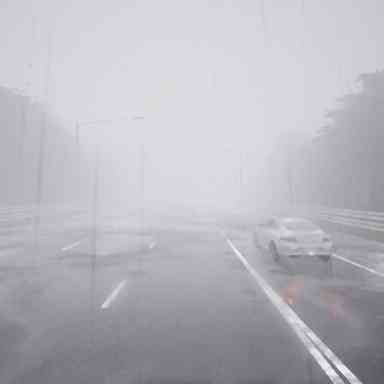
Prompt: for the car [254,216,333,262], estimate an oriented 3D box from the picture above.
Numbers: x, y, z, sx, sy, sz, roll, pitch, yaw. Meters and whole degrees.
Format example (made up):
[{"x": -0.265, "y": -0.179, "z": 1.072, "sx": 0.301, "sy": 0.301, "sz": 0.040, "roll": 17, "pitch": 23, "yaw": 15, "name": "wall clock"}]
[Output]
[{"x": 3.570, "y": 1.621, "z": 12.343, "sx": 1.812, "sy": 1.442, "sz": 4.674, "roll": 0, "pitch": 0, "yaw": -1, "name": "car"}]
